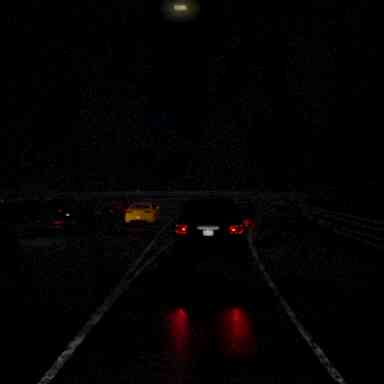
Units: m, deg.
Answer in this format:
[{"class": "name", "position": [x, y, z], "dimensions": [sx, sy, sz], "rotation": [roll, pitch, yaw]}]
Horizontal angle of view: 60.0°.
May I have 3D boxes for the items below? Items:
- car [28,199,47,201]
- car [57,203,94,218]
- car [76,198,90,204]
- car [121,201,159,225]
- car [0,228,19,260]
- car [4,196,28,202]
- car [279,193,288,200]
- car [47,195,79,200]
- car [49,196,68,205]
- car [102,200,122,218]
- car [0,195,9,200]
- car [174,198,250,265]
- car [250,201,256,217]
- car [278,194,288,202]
[{"class": "car", "position": [-24.538, 1.801, 54.552], "dimensions": [1.994, 1.385, 4.181], "rotation": [0, -1, 1]}, {"class": "car", "position": [-10.396, 1.625, 30.070], "dimensions": [1.895, 1.301, 4.718], "rotation": [0, 0, 0]}, {"class": "car", "position": [-27.988, 2.288, 85.433], "dimensions": [1.882, 1.535, 5.008], "rotation": [0, -1, 0]}, {"class": "car", "position": [-3.497, 1.484, 24.047], "dimensions": [1.882, 1.535, 5.008], "rotation": [0, 0, 0]}, {"class": "car", "position": [-6.900, 1.491, 9.585], "dimensions": [2.128, 1.511, 4.902], "rotation": [0, 0, 0]}, {"class": "car", "position": [-28.029, 1.760, 54.329], "dimensions": [1.812, 1.442, 4.674], "rotation": [0, -1, 1]}, {"class": "car", "position": [23.515, 1.186, 85.269], "dimensions": [2.128, 1.511, 4.902], "rotation": [-1, 1, 16]}, {"class": "car", "position": [-21.037, 1.458, 54.579], "dimensions": [2.150, 2.045, 5.566], "rotation": [0, -1, 1]}, {"class": "car", "position": [-27.990, 1.836, 69.711], "dimensions": [2.097, 1.767, 4.553], "rotation": [0, -1, 0]}, {"class": "car", "position": [-6.896, 1.505, 30.940], "dimensions": [1.882, 1.535, 5.008], "rotation": [0, 0, 0]}, {"class": "car", "position": [-46.252, 1.390, 82.507], "dimensions": [1.994, 1.385, 4.181], "rotation": [1, 1, -14]}, {"class": "car", "position": [0.716, 1.216, 11.889], "dimensions": [2.150, 2.045, 5.566], "rotation": [0, 0, 6]}, {"class": "car", "position": [5.003, 1.542, 31.705], "dimensions": [2.128, 1.511, 4.902], "rotation": [-1, 0, 17]}, {"class": "car", "position": [20.566, 1.458, 75.633], "dimensions": [1.837, 1.490, 4.892], "rotation": [-1, 1, 17]}]
